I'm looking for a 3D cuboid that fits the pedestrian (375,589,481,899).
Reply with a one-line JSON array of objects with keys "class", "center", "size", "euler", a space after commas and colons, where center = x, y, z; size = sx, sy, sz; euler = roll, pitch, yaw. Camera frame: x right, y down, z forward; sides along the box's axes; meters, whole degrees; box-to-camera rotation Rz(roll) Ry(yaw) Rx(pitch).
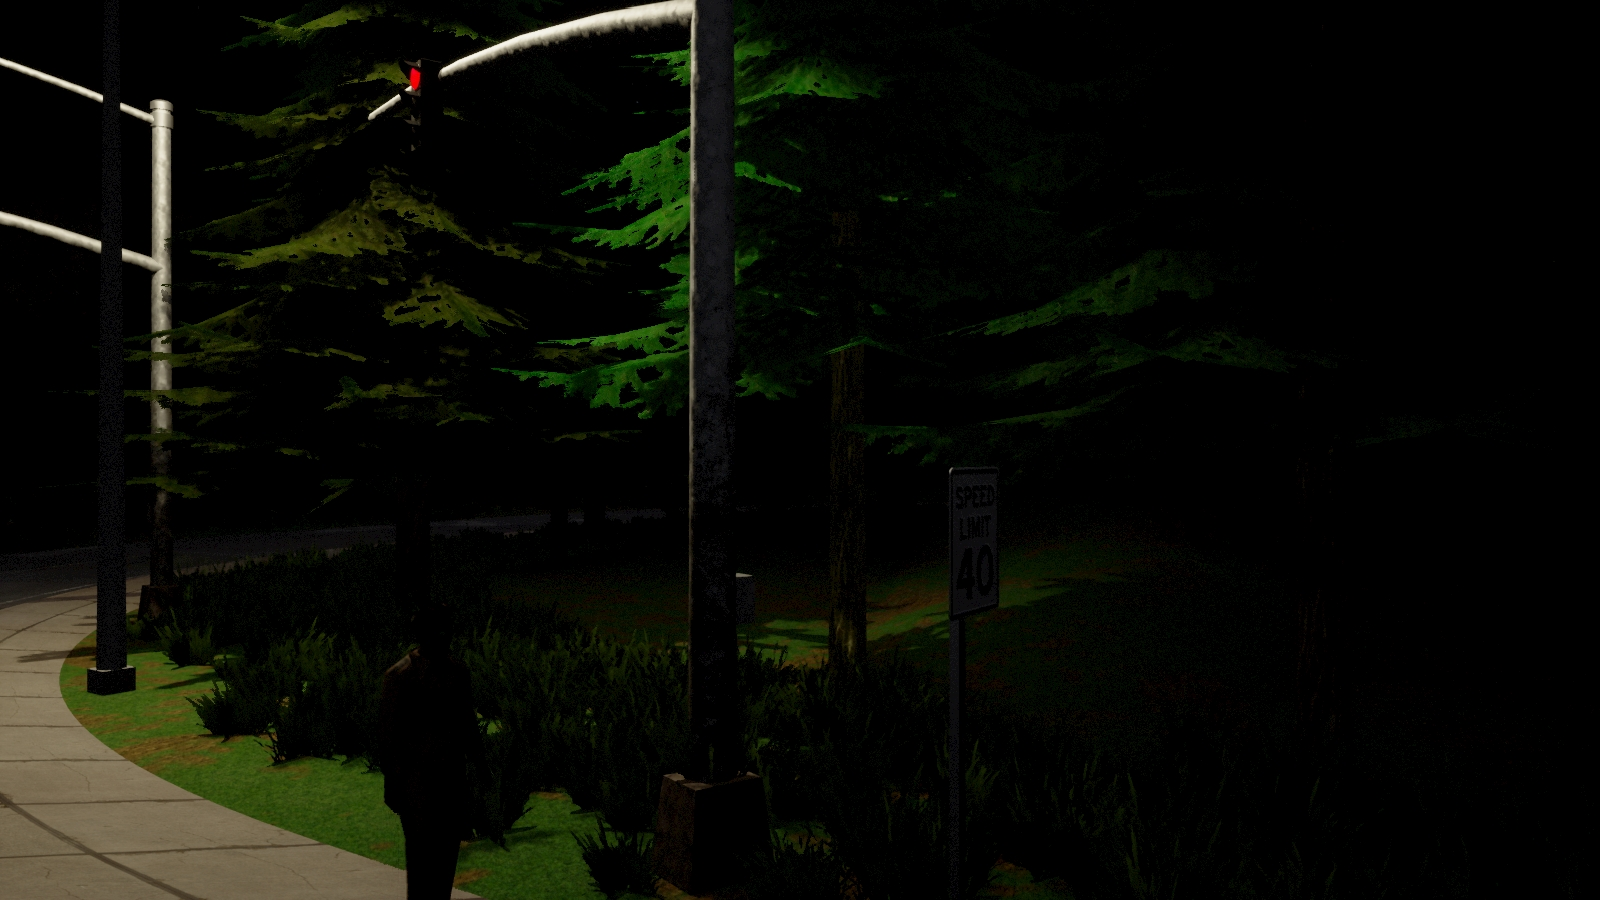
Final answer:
[{"class": "pedestrian", "center": [-1.893, 1.671, 5.817], "size": [0.375, 1.860, 0.375], "euler": [0, 0, 42]}]
